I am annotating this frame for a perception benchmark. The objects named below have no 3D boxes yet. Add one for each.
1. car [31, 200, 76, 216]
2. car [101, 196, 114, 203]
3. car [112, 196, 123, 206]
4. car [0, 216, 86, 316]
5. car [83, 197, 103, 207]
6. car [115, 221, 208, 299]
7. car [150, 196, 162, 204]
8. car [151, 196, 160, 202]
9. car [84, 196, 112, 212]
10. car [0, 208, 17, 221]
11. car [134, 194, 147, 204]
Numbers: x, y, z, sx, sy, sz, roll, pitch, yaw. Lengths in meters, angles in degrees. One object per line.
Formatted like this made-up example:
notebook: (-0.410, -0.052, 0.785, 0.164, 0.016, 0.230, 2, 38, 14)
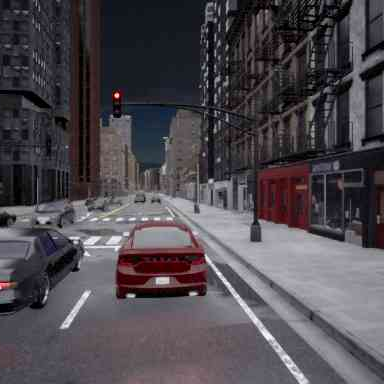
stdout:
car: (-8.946, 1.496, 21.786, 2.128, 1.511, 4.902, 0, 0, -6)
car: (-17.325, 1.538, 68.408, 1.812, 1.442, 4.674, 0, 0, -6)
car: (-12.715, 1.527, 55.655, 1.837, 1.490, 4.892, 0, 0, -6)
car: (-3.901, 1.547, 7.702, 2.033, 1.411, 5.357, 0, 0, -6)
car: (-15.686, 1.569, 52.926, 2.033, 1.411, 5.357, 0, 0, -6)
car: (-0.794, 1.477, 8.568, 1.882, 1.535, 5.008, 0, 0, -6)
car: (-7.052, 1.532, 65.168, 1.837, 1.490, 4.892, 0, 0, -6)
car: (-8.304, 1.571, 75.471, 2.033, 1.411, 5.357, 0, 0, -6)
car: (-10.832, 1.517, 38.680, 1.837, 1.490, 4.892, 0, 0, -6)
car: (-11.931, 1.621, 19.058, 1.895, 1.301, 4.718, -1, 0, -6)
car: (-10.410, 1.628, 65.946, 1.895, 1.301, 4.718, 0, 0, -6)
